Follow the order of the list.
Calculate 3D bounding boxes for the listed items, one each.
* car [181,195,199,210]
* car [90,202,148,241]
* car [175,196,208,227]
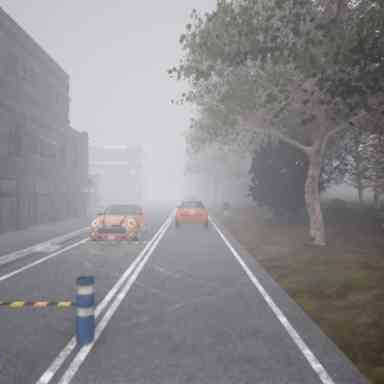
[{"bbox_3d":[-0.245,1.282,41.893,2.097,1.767,4.553,0,0,-1],"label":"car"},{"bbox_3d":[-3.424,1.333,16.321,2.097,1.767,4.553,0,0,0],"label":"car"},{"bbox_3d":[-0.017,1.329,22.837,2.097,1.767,4.553,0,0,0],"label":"car"}]
